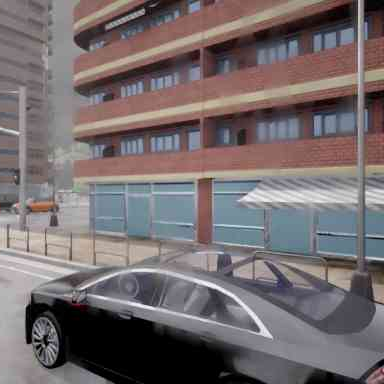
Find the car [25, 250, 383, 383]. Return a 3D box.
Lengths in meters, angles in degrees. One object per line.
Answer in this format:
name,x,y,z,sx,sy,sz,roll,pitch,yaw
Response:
car,-0.140,1.491,4.088,4.902,1.511,2.128,0,0,35

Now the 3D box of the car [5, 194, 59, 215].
car,-16.226,1.352,34.442,2.097,1.767,4.553,0,0,36

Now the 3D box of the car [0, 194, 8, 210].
car,-20.151,1.221,34.999,2.150,2.045,5.566,0,0,35
